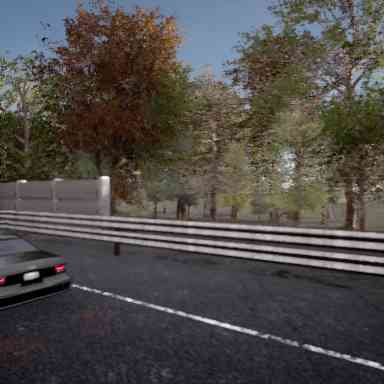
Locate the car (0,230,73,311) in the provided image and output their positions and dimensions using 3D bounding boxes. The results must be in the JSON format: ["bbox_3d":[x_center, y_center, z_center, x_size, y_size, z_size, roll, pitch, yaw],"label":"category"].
[{"bbox_3d":[-4.939,1.555,7.377,5.357,1.411,2.033,0,0,35],"label":"car"}]
